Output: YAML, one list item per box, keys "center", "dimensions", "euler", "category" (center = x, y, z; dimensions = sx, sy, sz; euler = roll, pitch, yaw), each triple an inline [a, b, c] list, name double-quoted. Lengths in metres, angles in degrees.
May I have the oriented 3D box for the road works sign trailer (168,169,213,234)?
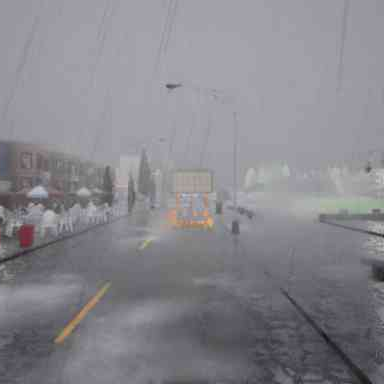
- center: [-0.002, 0.472, 19.213]
  dimensions: [2.380, 3.560, 2.880]
  euler: [0, 0, 0]
  category: "road works sign trailer"

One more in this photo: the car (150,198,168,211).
- center: [-4.096, 1.509, 41.877]
  dimensions: [2.128, 1.511, 4.902]
  euler: [0, 0, 0]
  category: "car"
